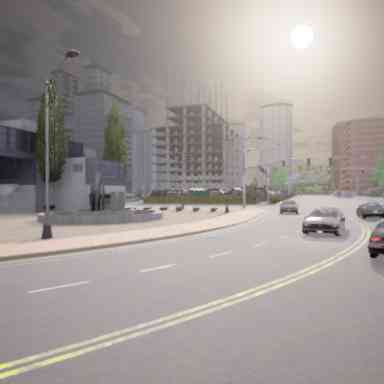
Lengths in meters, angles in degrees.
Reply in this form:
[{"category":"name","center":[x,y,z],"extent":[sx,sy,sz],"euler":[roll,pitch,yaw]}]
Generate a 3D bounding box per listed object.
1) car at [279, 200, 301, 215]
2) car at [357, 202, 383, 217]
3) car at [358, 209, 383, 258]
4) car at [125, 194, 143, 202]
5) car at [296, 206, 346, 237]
[{"category":"car","center":[10.410,1.596,35.409],"extent":[1.837,1.490,4.892],"euler":[0,-1,19]},{"category":"car","center":[15.783,1.593,29.269],"extent":[1.994,1.385,4.181],"euler":[0,0,19]},{"category":"car","center":[7.741,1.554,12.153],"extent":[2.033,1.411,5.357],"euler":[-1,0,36]},{"category":"car","center":[-14.915,1.859,84.408],"extent":[1.970,1.475,3.806],"euler":[0,0,19]},{"category":"car","center":[7.578,1.583,18.713],"extent":[2.033,1.411,5.357],"euler":[0,0,29]}]
